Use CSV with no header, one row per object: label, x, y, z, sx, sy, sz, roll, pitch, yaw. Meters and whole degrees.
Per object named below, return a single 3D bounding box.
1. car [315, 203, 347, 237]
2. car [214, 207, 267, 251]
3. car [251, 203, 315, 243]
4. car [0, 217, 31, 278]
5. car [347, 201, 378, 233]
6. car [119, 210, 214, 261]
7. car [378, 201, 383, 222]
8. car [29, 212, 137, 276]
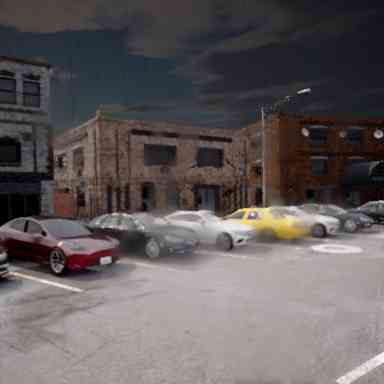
car,5.199,1.457,17.307,4.674,1.452,2.002,-1,-1,34
car,0.422,1.485,13.898,4.674,1.452,2.002,-1,-1,35
car,2.655,1.431,15.700,5.366,1.575,1.946,-1,0,35
car,-6.747,1.490,8.789,4.892,1.521,2.231,-1,-1,35
car,7.584,1.403,19.015,4.892,1.521,2.231,-1,-1,34
car,-1.969,1.461,12.203,4.892,1.521,2.231,-1,-1,34
car,12.362,1.375,22.411,4.892,1.521,2.231,-1,0,34
car,-4.328,1.503,10.473,4.792,1.488,2.163,-1,-1,35
